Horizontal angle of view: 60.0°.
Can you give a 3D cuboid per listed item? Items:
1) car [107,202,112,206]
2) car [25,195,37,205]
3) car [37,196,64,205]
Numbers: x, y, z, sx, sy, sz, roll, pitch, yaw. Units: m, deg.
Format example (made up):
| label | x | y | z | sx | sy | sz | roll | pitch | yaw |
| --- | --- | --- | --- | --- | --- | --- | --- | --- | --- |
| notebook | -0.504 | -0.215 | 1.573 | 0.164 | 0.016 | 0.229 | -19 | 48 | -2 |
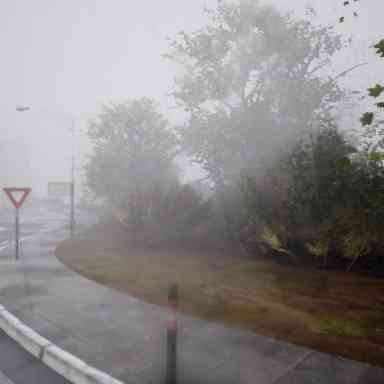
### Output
| label | x | y | z | sx | sy | sz | roll | pitch | yaw |
| --- | --- | --- | --- | --- | --- | --- | --- | --- | --- |
| car | -15.585 | 2.540 | 70.795 | 4.892 | 1.521 | 2.231 | 1 | -4 | 4 |
| car | -25.017 | 1.196 | 51.323 | 2.128 | 1.511 | 4.902 | 1 | -2 | -3 |
| car | -21.847 | 1.259 | 52.243 | 1.882 | 1.535 | 5.008 | 2 | -2 | 0 |
